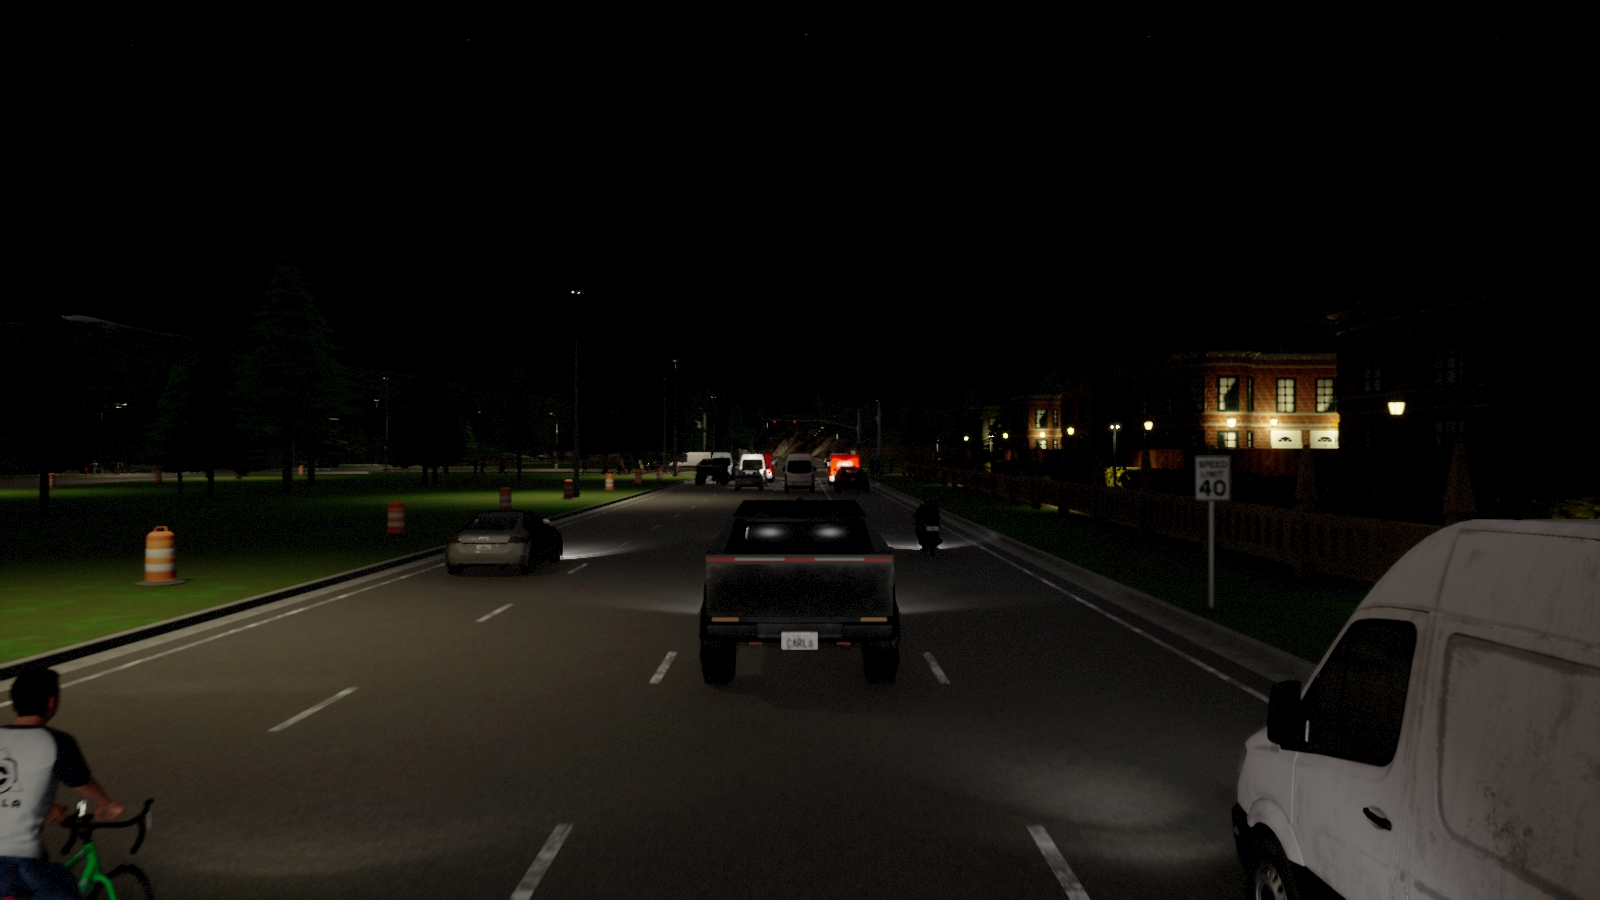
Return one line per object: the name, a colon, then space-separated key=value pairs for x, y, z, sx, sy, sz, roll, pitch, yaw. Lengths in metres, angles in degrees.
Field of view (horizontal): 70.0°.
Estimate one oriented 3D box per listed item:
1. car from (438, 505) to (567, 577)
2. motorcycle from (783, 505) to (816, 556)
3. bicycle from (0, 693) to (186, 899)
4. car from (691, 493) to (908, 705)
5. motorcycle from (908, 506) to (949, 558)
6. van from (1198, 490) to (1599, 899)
car: x=-7.010 y=2.121 z=27.354 sx=1.994 sy=1.385 sz=4.181 roll=0 pitch=0 yaw=0
motorcycle: x=-0.011 y=2.208 z=31.587 sx=0.867 sy=1.251 sz=2.209 roll=0 pitch=0 yaw=0
bicycle: x=-3.501 y=2.056 z=5.346 sx=0.373 sy=1.496 sz=1.643 roll=0 pitch=0 yaw=0
car: x=-0.006 y=1.755 z=15.716 sx=2.390 sy=2.098 sz=6.274 roll=0 pitch=0 yaw=0
motorcycle: x=3.489 y=2.208 z=31.135 sx=0.867 sy=1.251 sz=2.209 roll=0 pitch=0 yaw=0
van: x=3.495 y=1.535 z=4.222 sx=1.988 sy=2.561 sz=5.915 roll=0 pitch=0 yaw=0
